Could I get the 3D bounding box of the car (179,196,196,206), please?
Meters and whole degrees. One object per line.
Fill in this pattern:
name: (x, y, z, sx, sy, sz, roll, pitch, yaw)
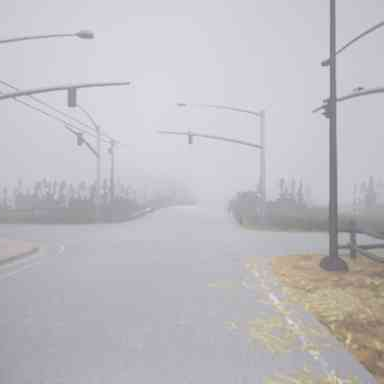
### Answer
car: (-0.598, 1.272, 47.707, 1.994, 1.385, 4.181, 0, 0, 7)
